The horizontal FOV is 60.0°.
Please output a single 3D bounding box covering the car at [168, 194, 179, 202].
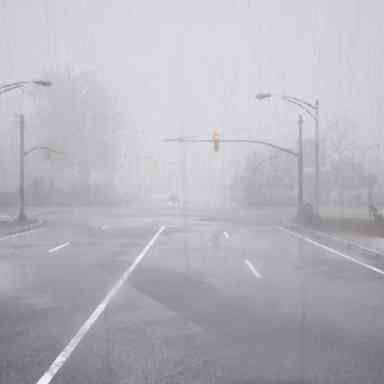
[{"bbox_3d":[-3.514,1.084,64.785,2.033,1.411,5.357,0,1,-1],"label":"car"}]
